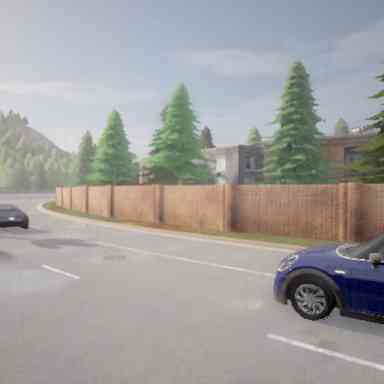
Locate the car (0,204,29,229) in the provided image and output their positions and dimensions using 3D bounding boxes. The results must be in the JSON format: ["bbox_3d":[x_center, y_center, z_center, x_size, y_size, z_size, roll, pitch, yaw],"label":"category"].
[{"bbox_3d":[-11.064,1.403,19.468,1.994,1.385,4.181,0,0,-41],"label":"car"}]

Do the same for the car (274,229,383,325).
[{"bbox_3d":[3.782,1.350,5.726,4.553,1.767,2.097,1,0,36],"label":"car"}]
